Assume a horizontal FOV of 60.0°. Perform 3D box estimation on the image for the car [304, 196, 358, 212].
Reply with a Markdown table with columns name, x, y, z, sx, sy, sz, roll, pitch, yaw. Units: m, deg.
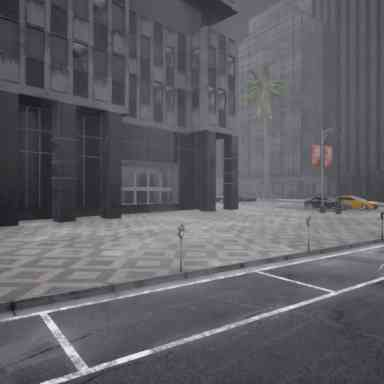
| name | x | y | z | sx | sy | sz | roll | pitch | yaw |
| --- | --- | --- | --- | --- | --- | --- | --- | --- | --- |
| car | 13.900 | 1.170 | 34.254 | 1.837 | 1.490 | 4.892 | 0 | 1 | -35 |

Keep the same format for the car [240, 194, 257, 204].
| name | x | y | z | sx | sy | sz | roll | pitch | yaw |
| --- | --- | --- | --- | --- | --- | --- | --- | --- | --- |
| car | 7.377 | 0.997 | 49.062 | 1.895 | 1.301 | 4.718 | 0 | 1 | -35 |

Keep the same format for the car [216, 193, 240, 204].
| name | x | y | z | sx | sy | sz | roll | pitch | yaw |
| --- | --- | --- | --- | --- | --- | --- | --- | --- | --- |
| car | 4.179 | 0.881 | 47.960 | 1.837 | 1.490 | 4.892 | 0 | 0 | -35 |

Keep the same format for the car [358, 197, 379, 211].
| name | x | y | z | sx | sy | sz | roll | pitch | yaw |
| --- | --- | --- | --- | --- | --- | --- | --- | --- | --- |
| car | 17.114 | 1.166 | 35.339 | 1.882 | 1.535 | 5.008 | 0 | 1 | -35 |
